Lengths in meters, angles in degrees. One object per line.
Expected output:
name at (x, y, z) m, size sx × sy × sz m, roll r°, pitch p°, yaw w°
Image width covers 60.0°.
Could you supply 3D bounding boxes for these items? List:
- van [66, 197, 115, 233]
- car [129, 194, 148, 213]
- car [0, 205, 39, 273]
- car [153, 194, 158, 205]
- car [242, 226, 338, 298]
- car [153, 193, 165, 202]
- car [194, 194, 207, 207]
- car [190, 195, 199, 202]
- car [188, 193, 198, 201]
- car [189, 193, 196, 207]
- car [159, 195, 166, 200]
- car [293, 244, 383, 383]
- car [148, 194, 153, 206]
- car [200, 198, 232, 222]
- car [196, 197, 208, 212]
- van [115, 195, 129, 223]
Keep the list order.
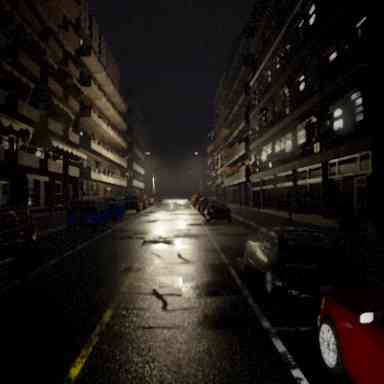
van at (-5.846, 1.294, 19.051) m, size 1.690 × 1.788 × 3.998 m, roll 1°, pitch 0°, yaw -2°
car at (-6.358, 1.223, 35.636) m, size 2.192 × 1.841 × 5.009 m, roll 1°, pitch 0°, yaw -2°
car at (-5.504, 1.307, 7.998) m, size 2.192 × 1.841 × 5.009 m, roll 1°, pitch 0°, yaw -2°
car at (-6.874, 1.441, 52.221) m, size 1.947 × 1.339 × 4.313 m, roll 1°, pitch 0°, yaw -2°
car at (2.369, 1.505, 8.178) m, size 2.008 × 1.369 × 4.403 m, roll 1°, pitch 0°, yaw -2°
car at (-7.382, 1.174, 68.803) m, size 2.192 × 1.841 × 5.009 m, roll 1°, pitch 0°, yaw -2°
car at (1.526, 1.310, 35.819) m, size 1.967 × 1.590 × 4.097 m, roll 1°, pitch 0°, yaw -2°
car at (0.458, 1.403, 68.990) m, size 1.802 × 1.307 × 4.206 m, roll 1°, pitch 0°, yaw -2°
car at (0.121, 1.135, 80.047) m, size 2.192 × 1.841 × 5.009 m, roll 1°, pitch 0°, yaw -2°
car at (1.145, 1.161, 46.874) m, size 2.192 × 1.841 × 5.009 m, roll 1°, pitch 0°, yaw -2°
car at (-8.069, 1.447, 90.917) m, size 1.802 × 1.307 × 4.206 m, roll 1°, pitch 0°, yaw -2°
car at (2.539, 1.521, 2.649) m, size 1.887 × 1.381 × 4.507 m, roll 1°, pitch 0°, yaw -2°
car at (-6.528, 1.211, 41.163) m, size 2.192 × 1.841 × 5.009 m, roll 1°, pitch 0°, yaw -2°
car at (1.858, 1.443, 24.762) m, size 1.887 × 1.381 × 4.507 m, roll 1°, pitch 0°, yaw -2°
car at (1.687, 1.428, 30.290) m, size 1.887 × 1.381 × 4.507 m, roll 1°, pitch 0°, yaw -2°
van at (-6.017, 1.277, 24.581) m, size 1.690 × 1.788 × 3.998 m, roll 1°, pitch 0°, yaw -2°
